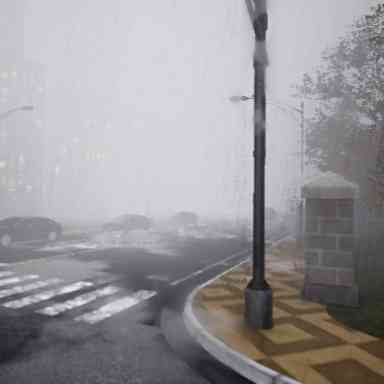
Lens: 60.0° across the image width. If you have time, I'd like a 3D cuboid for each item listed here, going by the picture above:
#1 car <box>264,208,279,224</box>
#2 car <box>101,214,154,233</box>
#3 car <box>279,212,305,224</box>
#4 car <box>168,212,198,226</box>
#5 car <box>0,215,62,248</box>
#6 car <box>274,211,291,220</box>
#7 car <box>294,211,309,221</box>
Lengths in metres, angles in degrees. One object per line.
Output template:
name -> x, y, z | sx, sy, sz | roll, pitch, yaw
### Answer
car -> 10.487, 3.241, 46.089 | 2.150, 2.045, 5.566 | 0, -3, 24
car -> -5.113, 2.550, 27.491 | 2.033, 1.411, 5.357 | 0, -2, 24
car -> 13.576, 3.587, 45.080 | 2.033, 1.411, 5.357 | 0, -2, 24
car -> -0.884, 2.960, 36.985 | 1.837, 1.490, 4.892 | 0, -2, 24
car -> -9.313, 2.057, 18.036 | 1.837, 1.490, 4.892 | 0, -2, 24
car -> 16.033, 4.168, 58.573 | 2.033, 1.411, 5.357 | 0, -3, 24
car -> 18.554, 4.078, 56.231 | 1.837, 1.490, 4.892 | 0, -3, 24
